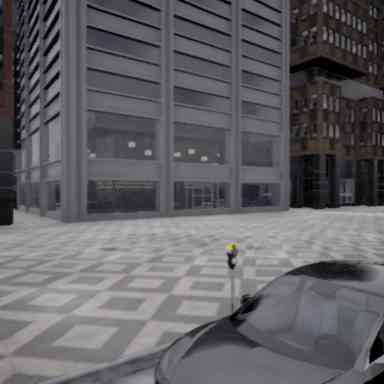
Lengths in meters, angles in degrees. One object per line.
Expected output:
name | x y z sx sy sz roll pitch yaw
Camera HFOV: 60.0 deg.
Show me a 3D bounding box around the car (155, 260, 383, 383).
car | 1.681 1.558 3.721 4.313 1.339 1.947 0 0 -35
